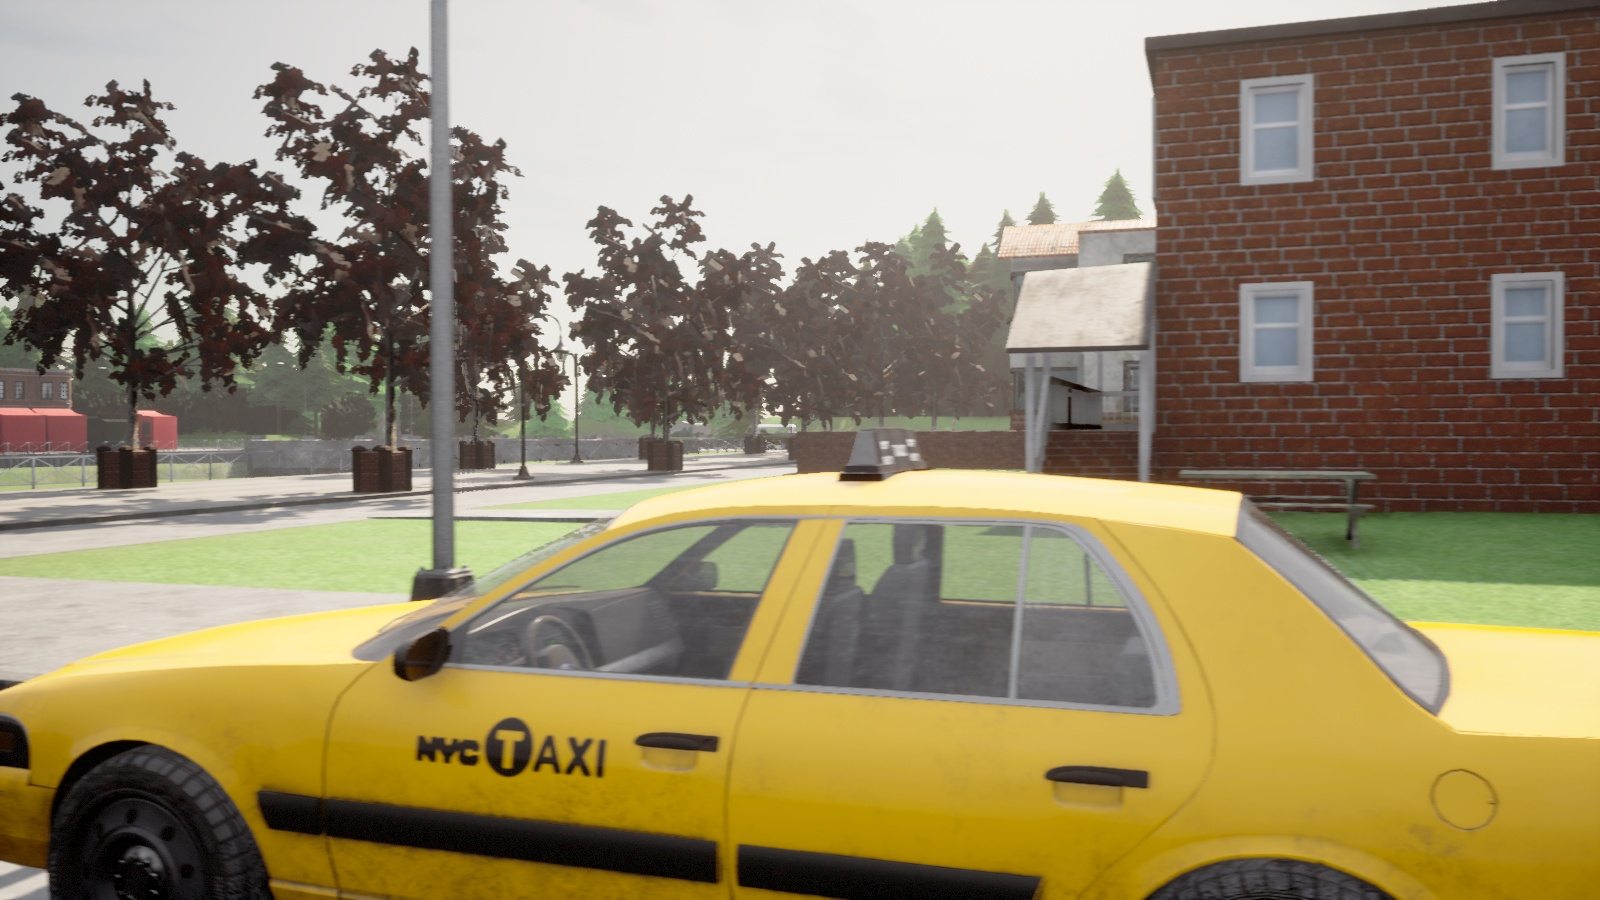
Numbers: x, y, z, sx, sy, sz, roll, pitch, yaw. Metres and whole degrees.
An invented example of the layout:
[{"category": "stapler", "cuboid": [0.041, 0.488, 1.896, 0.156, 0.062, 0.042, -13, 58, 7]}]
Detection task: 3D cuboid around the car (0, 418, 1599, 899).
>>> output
[{"category": "car", "cuboid": [0.039, 0.705, 3.698, 5.366, 1.575, 1.801, 0, 1, 19]}]
